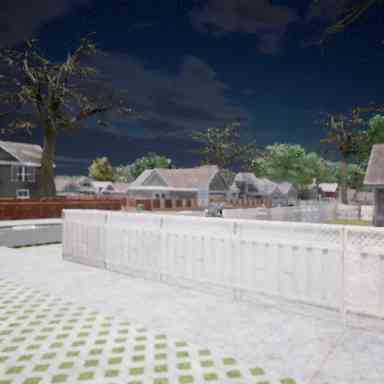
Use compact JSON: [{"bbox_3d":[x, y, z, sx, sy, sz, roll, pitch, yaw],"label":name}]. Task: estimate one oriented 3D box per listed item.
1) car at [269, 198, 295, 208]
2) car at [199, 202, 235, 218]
[{"bbox_3d":[13.072,1.928,47.726,2.150,2.045,5.566,2,0,37],"label":"car"},{"bbox_3d":[2.630,1.758,33.809,2.128,1.511,4.902,2,0,37],"label":"car"}]
